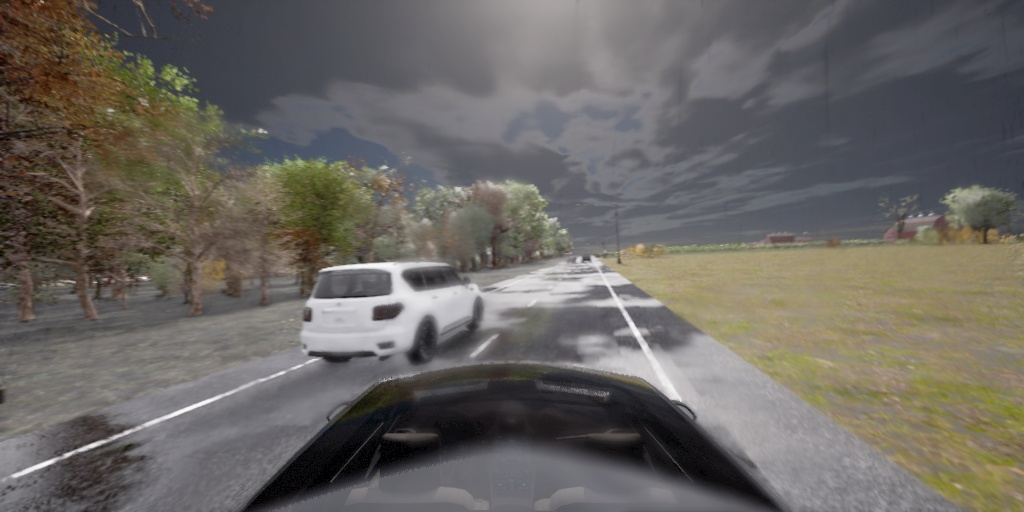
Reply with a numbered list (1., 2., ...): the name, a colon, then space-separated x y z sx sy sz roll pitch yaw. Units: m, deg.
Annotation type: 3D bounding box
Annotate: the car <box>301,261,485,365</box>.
1. car: -2.382 1.162 8.756 2.150 2.045 5.566 -3 -1 12
